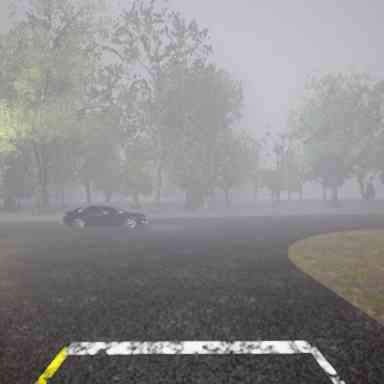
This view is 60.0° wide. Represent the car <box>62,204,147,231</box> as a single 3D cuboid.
[{"bbox_3d":[-5.209,1.481,20.119,4.892,1.490,1.837,0,0,-9],"label":"car"}]
